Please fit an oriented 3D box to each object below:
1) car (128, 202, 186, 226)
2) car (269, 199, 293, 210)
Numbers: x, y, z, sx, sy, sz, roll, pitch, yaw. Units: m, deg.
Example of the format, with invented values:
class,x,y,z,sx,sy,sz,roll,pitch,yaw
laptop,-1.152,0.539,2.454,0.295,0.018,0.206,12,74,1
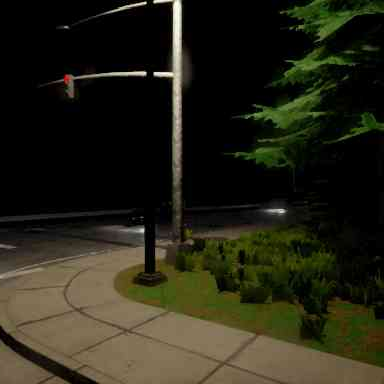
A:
class,x,y,z,sx,sy,sz,roll,pitch,yaw
car,-2.338,1.477,23.297,1.837,1.490,4.892,0,0,34
car,11.590,1.538,43.106,1.994,1.385,4.181,0,0,36
